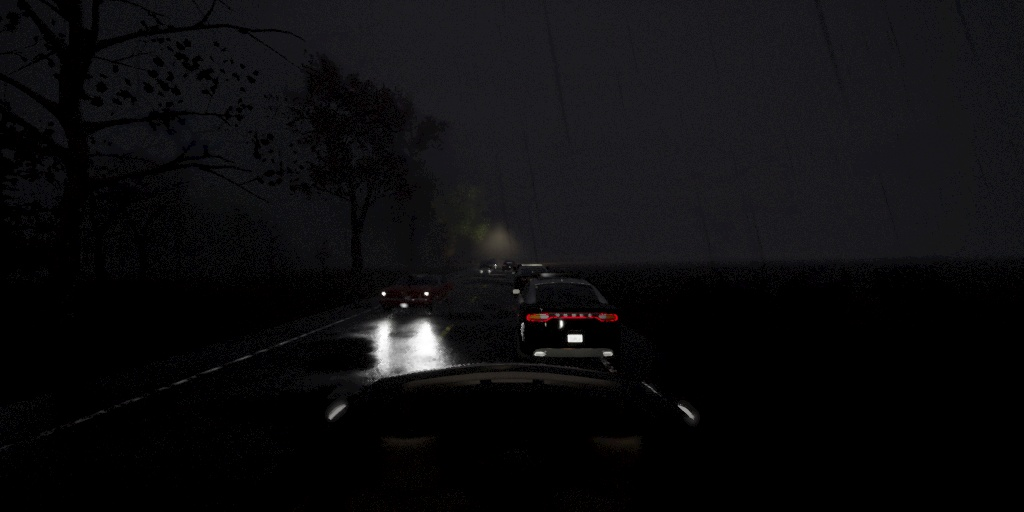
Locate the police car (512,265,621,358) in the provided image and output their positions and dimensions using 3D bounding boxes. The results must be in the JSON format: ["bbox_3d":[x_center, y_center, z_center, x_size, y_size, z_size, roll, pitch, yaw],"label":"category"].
[{"bbox_3d":[1.054,1.176,8.592,1.930,1.638,5.238,0,0,0],"label":"police car"}]

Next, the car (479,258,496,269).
[{"bbox_3d":[-4.039,1.338,55.791,2.033,1.411,5.357,0,0,-1],"label":"car"}]

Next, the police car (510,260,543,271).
[{"bbox_3d":[1.025,1.181,18.601,1.930,1.638,5.238,0,0,0],"label":"police car"}]

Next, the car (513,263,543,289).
[{"bbox_3d":[0.992,1.264,24.498,1.837,1.490,4.892,0,0,0],"label":"car"}]

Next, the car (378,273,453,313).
[{"bbox_3d":[-3.612,1.354,14.227,1.895,1.301,4.718,0,0,0],"label":"car"}]

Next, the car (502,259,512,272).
[{"bbox_3d":[-0.268,1.345,47.194,1.994,1.385,4.181,0,0,0],"label":"car"}]
